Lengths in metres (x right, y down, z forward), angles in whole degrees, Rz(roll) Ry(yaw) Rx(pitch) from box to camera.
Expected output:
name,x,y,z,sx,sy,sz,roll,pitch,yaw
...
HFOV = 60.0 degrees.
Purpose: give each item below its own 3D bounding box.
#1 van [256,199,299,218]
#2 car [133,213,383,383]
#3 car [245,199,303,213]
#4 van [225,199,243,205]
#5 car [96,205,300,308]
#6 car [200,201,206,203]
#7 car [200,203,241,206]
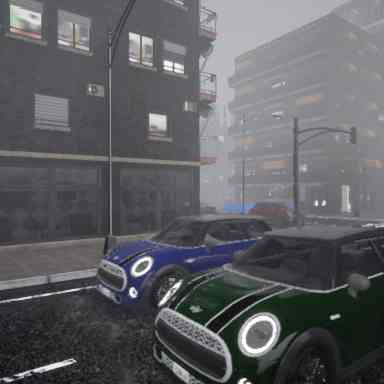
name,x,y,z,sx,sy,sz,roll,pitch,yaw
van,8.603,1.602,33.556,1.690,1.788,3.998,-1,0,-36
car,1.708,1.352,4.895,4.553,1.767,2.097,0,0,-35
car,6.682,1.574,26.417,2.097,1.767,4.553,0,-1,-36
van,5.297,1.676,38.079,1.690,1.788,3.998,-1,0,-36
car,0.161,1.352,7.782,4.553,1.767,2.097,0,0,-35
car,0.695,1.707,34.586,2.097,1.767,4.553,0,-1,-36
car,1.852,1.874,28.654,1.802,1.307,4.206,-1,0,-36
